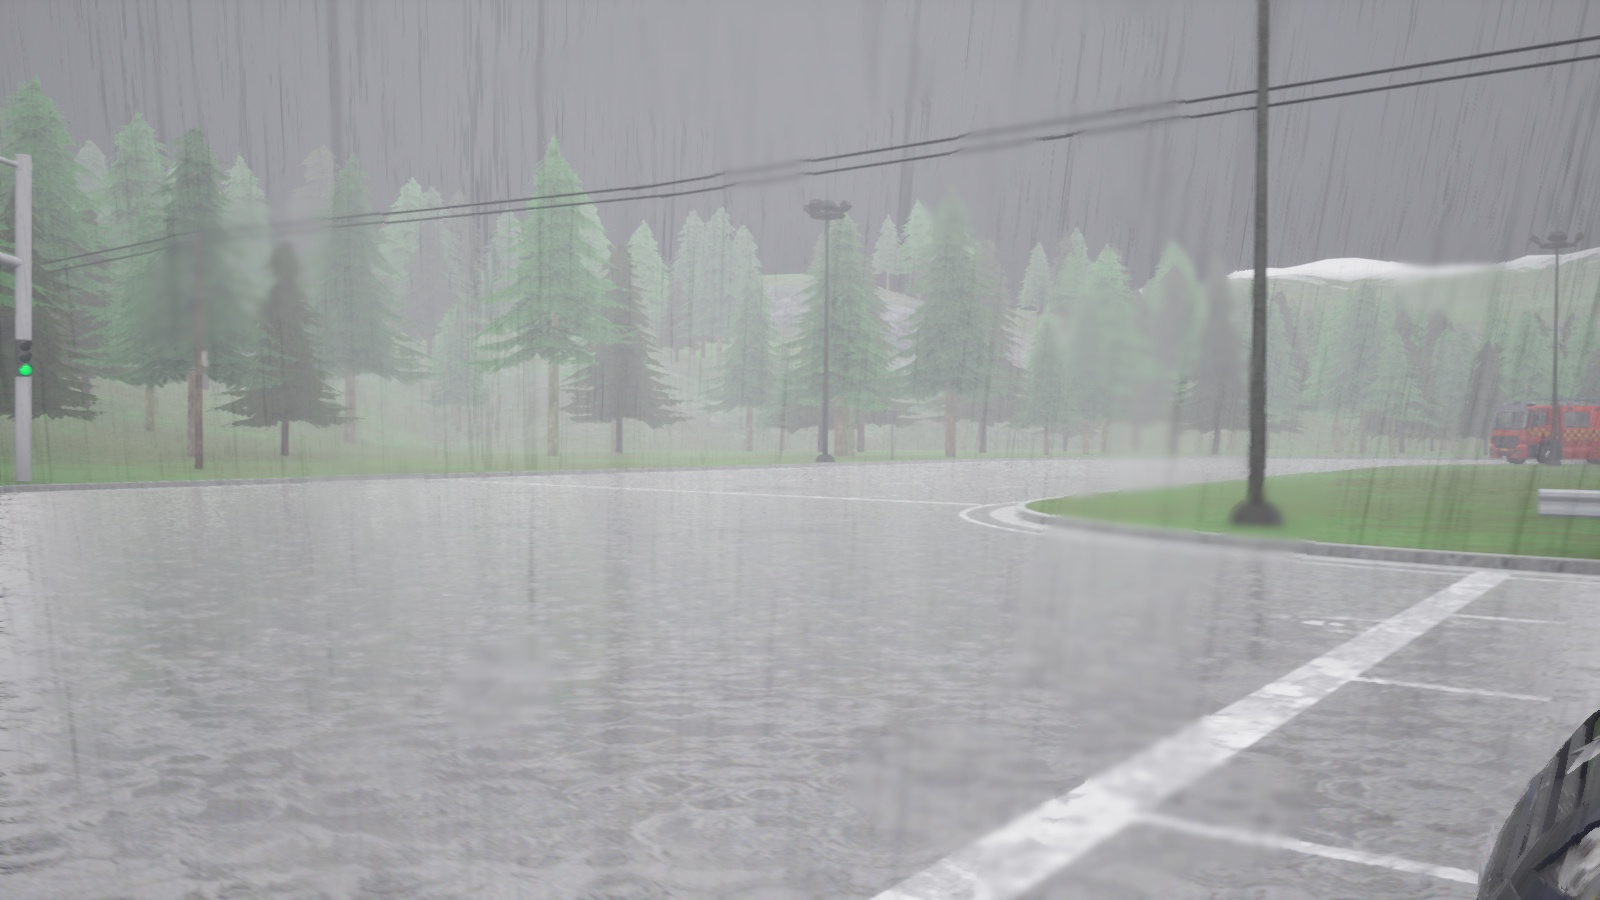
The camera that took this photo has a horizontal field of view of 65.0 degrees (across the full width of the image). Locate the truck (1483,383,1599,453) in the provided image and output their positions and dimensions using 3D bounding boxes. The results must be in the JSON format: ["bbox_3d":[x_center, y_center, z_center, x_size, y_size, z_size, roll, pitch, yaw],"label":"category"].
[{"bbox_3d":[43.358,-1.813,70.753,8.468,3.827,2.891,-1,1,-8],"label":"truck"}]

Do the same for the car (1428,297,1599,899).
[{"bbox_3d":[3.118,0.579,1.550,3.988,1.617,1.851,0,1,34],"label":"car"}]
